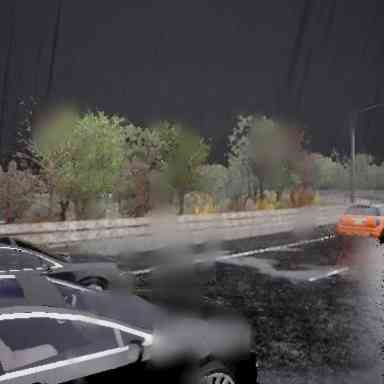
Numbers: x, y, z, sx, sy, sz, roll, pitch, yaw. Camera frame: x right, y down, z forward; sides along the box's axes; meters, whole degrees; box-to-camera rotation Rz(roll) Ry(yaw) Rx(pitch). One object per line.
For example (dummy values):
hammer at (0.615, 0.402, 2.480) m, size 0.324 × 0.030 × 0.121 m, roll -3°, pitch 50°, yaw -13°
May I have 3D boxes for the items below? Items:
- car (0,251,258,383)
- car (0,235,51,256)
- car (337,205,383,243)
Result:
car at (-1.551, 1.493, 2.782) m, size 4.902 × 1.511 × 2.128 m, roll 0°, pitch 0°, yaw -35°
car at (-3.490, 1.507, 5.687) m, size 4.892 × 1.490 × 1.837 m, roll 0°, pitch 0°, yaw -35°
car at (9.066, 1.407, 16.605) m, size 2.097 × 1.767 × 4.553 m, roll 0°, pitch 0°, yaw 45°
